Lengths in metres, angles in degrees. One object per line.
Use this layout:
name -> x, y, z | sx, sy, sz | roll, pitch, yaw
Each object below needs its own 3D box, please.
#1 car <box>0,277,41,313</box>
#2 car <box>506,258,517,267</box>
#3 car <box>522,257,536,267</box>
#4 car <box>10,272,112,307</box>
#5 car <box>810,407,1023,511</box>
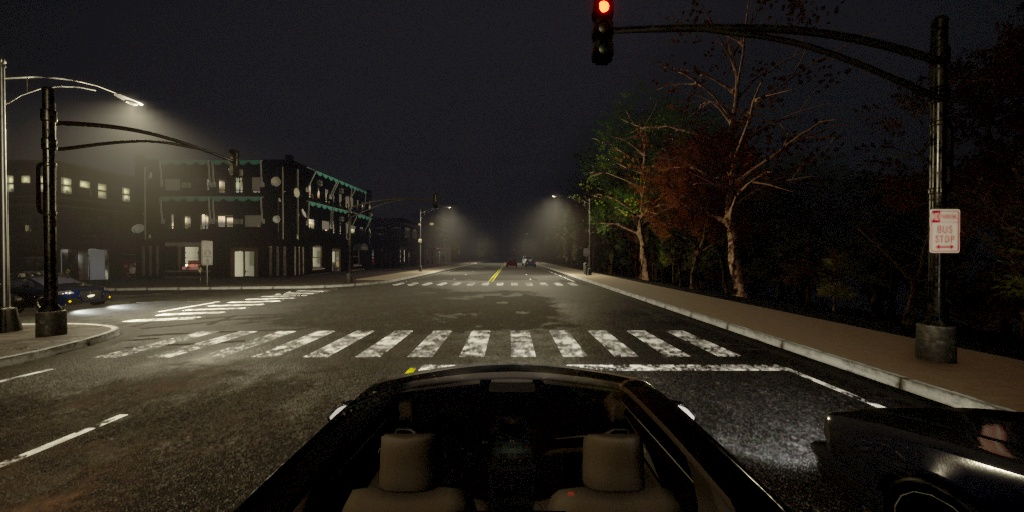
car -> -19.969, 1.565, 12.514 | 4.313, 1.339, 1.948 | 0, 0, 0
car -> -0.027, 1.204, 63.151 | 1.882, 1.535, 5.008 | 0, 0, 0
car -> 3.226, 1.274, 63.182 | 2.033, 1.411, 5.357 | 0, 0, 0
car -> -19.861, 1.534, 15.220 | 4.181, 1.385, 1.994 | -1, 1, 0
car -> 3.354, 1.298, 0.401 | 2.033, 1.411, 5.357 | 0, 0, 0
